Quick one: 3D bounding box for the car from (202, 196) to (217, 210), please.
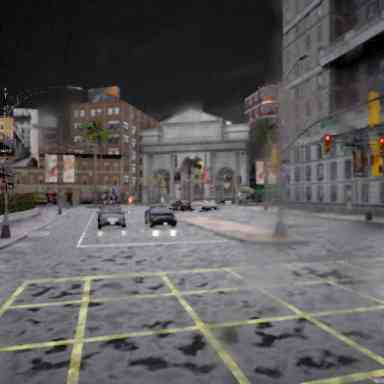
[{"bbox_3d":[2.825,1.722,52.834,2.150,2.045,5.566,0,-1,5],"label":"car"}]

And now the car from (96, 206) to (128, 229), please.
[{"bbox_3d":[-5.770,1.743,23.931,2.128,1.511,4.902,0,-1,-15],"label":"car"}]

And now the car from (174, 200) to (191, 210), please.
[{"bbox_3d":[-1.668,2.011,51.786,1.837,1.490,4.892,0,0,-23],"label":"car"}]

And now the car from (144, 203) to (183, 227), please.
[{"bbox_3d":[-2.470,1.800,25.130,2.033,1.411,5.357,0,-1,-15],"label":"car"}]
